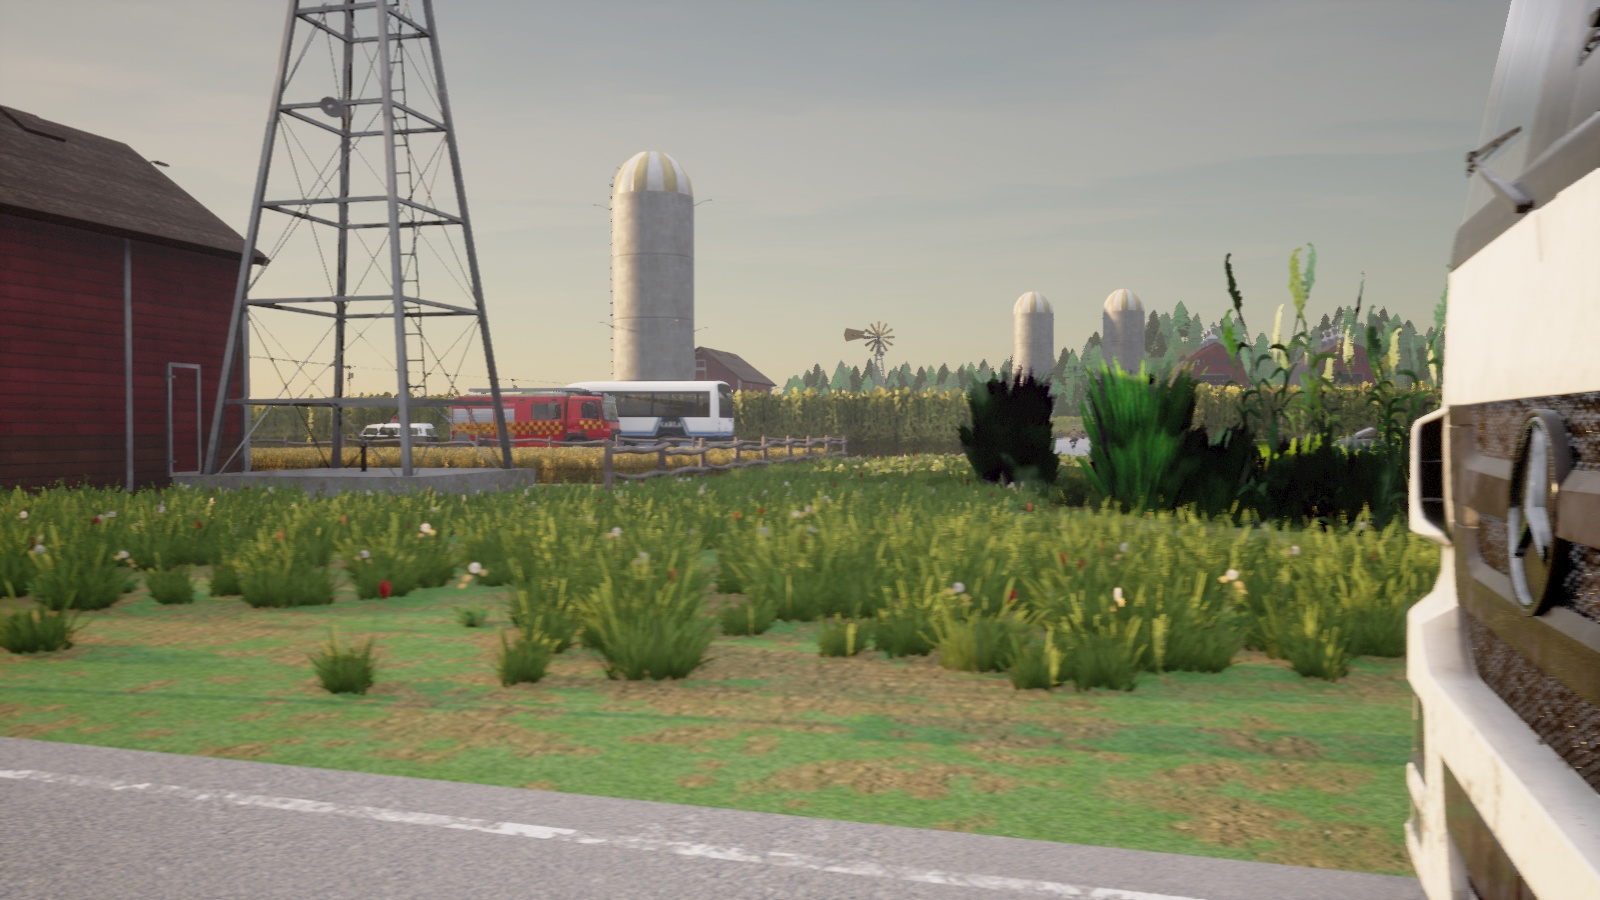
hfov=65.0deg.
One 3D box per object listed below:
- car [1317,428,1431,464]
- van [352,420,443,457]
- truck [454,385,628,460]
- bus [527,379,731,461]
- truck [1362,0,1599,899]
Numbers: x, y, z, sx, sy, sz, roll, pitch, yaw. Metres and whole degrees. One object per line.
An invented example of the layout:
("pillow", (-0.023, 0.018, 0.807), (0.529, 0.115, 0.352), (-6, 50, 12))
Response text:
("car", (27.486, -0.191, 60.275), (4.611, 1.667, 2.242), (0, 1, 13))
("van", (-23.034, -0.685, 71.903), (4.480, 2.038, 2.069), (1, 1, 13))
("truck", (-13.542, -1.446, 66.057), (8.468, 3.827, 2.891), (0, 1, 6))
("bus", (-9.300, -1.685, 68.725), (10.273, 4.253, 3.944), (1, 1, 13))
("truck", (5.022, -0.155, 1.173), (7.936, 3.462, 2.891), (1, 1, 19))
